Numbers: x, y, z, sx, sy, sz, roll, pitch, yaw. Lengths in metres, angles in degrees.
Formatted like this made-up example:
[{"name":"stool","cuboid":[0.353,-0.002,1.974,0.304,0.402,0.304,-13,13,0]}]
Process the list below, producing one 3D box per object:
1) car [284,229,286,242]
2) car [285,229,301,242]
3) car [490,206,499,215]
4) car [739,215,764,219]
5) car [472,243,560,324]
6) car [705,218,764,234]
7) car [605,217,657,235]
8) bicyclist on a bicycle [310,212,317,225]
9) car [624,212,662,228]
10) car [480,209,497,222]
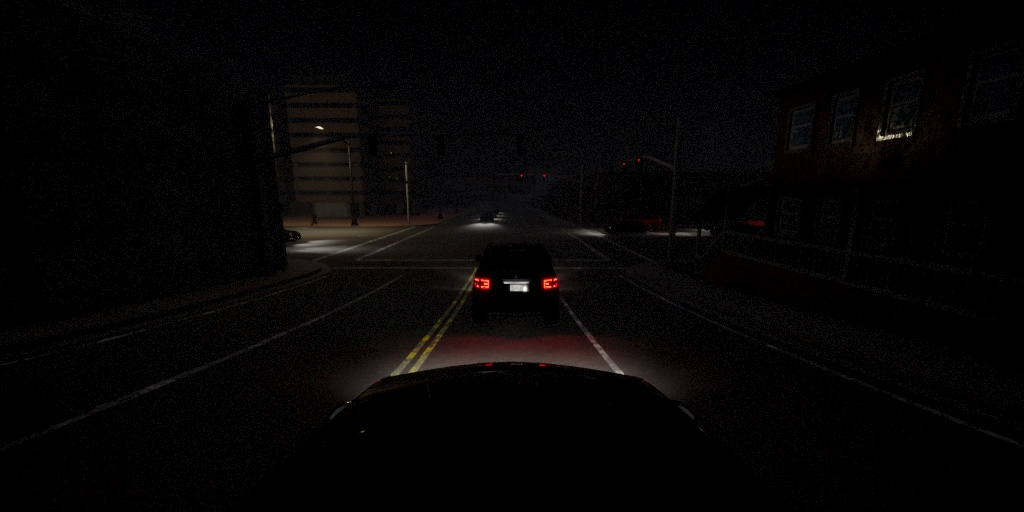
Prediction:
[{"name":"car","cuboid":[-19.915,-1.232,26.176,4.902,1.511,2.128,0,10,0]},{"name":"car","cuboid":[-20.109,-1.807,29.621,4.892,1.490,1.837,0,10,0]},{"name":"car","cuboid":[-3.732,-7.450,62.863,1.812,1.442,4.674,0,10,0]},{"name":"car","cuboid":[26.191,-3.733,40.127,4.553,1.767,2.097,0,10,0]},{"name":"car","cuboid":[0.062,0.602,10.736,2.150,2.045,5.566,0,4,-1]},{"name":"car","cuboid":[22.481,-2.900,36.723,4.718,1.301,1.895,0,10,0]},{"name":"car","cuboid":[11.870,-2.974,36.676,4.674,1.442,1.812,0,10,-1]},{"name":"bicyclist on a bicycle","cuboid":[-25.383,-4.785,45.845,0.582,1.620,1.656,0,10,0]},{"name":"car","cuboid":[13.822,-3.872,40.141,5.566,2.045,2.150,0,10,0]},{"name":"car","cuboid":[-3.733,-5.881,54.116,1.895,1.301,4.718,0,10,0]}]
